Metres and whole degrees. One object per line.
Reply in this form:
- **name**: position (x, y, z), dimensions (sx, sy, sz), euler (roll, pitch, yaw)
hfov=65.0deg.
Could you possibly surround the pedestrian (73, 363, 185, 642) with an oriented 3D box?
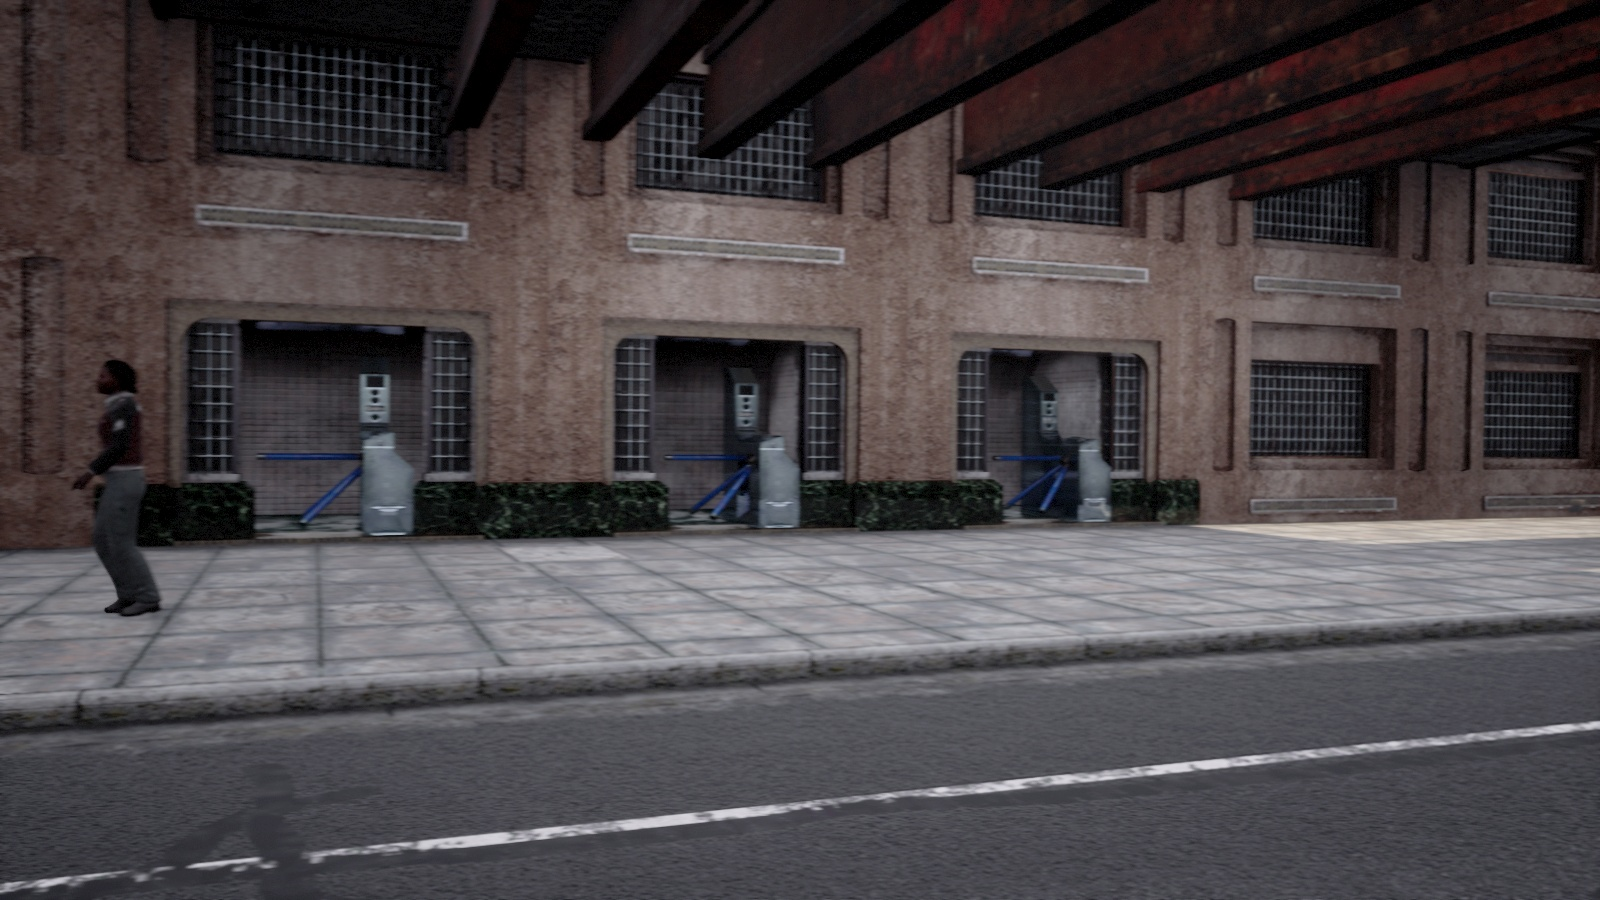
- **pedestrian**: position (-4.805, 0.360, 9.013), dimensions (0.666, 1.930, 0.402), euler (-1, 1, -27)
